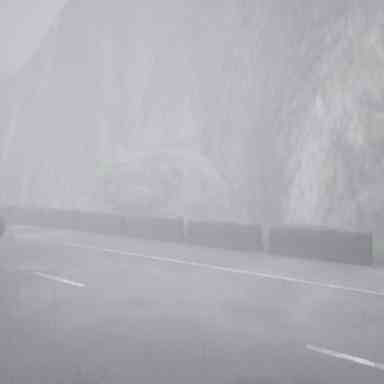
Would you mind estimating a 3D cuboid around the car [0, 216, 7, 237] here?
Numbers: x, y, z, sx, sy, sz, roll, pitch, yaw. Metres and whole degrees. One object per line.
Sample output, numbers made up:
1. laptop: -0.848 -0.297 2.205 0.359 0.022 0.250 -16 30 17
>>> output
1. car: -10.637 1.403 15.864 4.674 1.442 1.812 1 0 35
